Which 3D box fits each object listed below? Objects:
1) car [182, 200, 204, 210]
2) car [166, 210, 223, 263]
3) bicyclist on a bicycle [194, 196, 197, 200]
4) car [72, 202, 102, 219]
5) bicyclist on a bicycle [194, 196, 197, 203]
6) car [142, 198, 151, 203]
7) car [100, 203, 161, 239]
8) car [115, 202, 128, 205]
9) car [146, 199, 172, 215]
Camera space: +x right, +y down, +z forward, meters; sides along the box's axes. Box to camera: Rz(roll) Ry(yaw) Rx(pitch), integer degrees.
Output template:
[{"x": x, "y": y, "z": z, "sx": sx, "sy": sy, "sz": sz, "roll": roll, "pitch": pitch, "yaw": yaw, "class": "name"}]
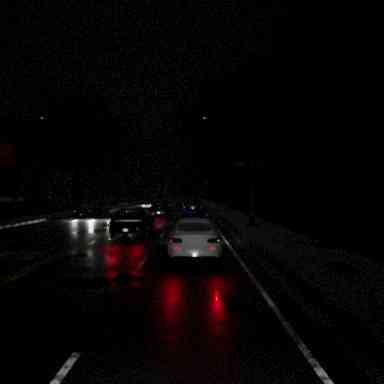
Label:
[{"x": 0.090, "y": 1.569, "z": 33.548, "sx": 2.097, "sy": 1.767, "sz": 4.553, "roll": 0, "pitch": 0, "yaw": 0, "class": "car"}, {"x": 0.090, "y": 1.604, "z": 12.123, "sx": 1.812, "sy": 1.442, "sz": 4.674, "roll": 0, "pitch": 0, "yaw": 0, "class": "car"}, {"x": 0.878, "y": 1.877, "z": 74.029, "sx": 0.659, "sy": 1.776, "sz": 1.843, "roll": 0, "pitch": 0, "yaw": 0, "class": "bicyclist on a bicycle"}, {"x": -9.855, "y": 1.730, "z": 31.836, "sx": 1.812, "sy": 1.442, "sz": 4.674, "roll": 0, "pitch": 0, "yaw": 0, "class": "car"}, {"x": 0.876, "y": 1.942, "z": 83.031, "sx": 0.659, "sy": 1.776, "sz": 1.843, "roll": 0, "pitch": 0, "yaw": 0, "class": "bicyclist on a bicycle"}, {"x": -9.766, "y": 1.979, "z": 72.507, "sx": 2.128, "sy": 1.511, "sz": 4.902, "roll": 0, "pitch": 0, "yaw": 0, "class": "car"}, {"x": -3.158, "y": 1.609, "z": 18.235, "sx": 2.128, "sy": 1.511, "sz": 4.902, "roll": 0, "pitch": 0, "yaw": 0, "class": "car"}, {"x": -6.603, "y": 1.730, "z": 31.837, "sx": 1.812, "sy": 1.442, "sz": 4.674, "roll": 0, "pitch": 0, "yaw": 0, "class": "car"}, {"x": -3.160, "y": 1.724, "z": 33.935, "sx": 1.837, "sy": 1.490, "sz": 4.892, "roll": 0, "pitch": 0, "yaw": 0, "class": "car"}]
